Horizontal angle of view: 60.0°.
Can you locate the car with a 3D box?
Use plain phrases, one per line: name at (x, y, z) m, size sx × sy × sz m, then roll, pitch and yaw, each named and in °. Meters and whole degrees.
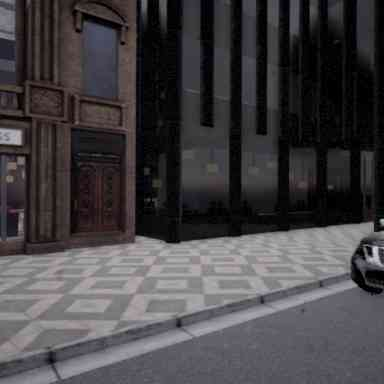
car at (5.960, 1.219, 7.635) m, size 5.566 × 2.045 × 2.150 m, roll 0°, pitch 0°, yaw -36°
